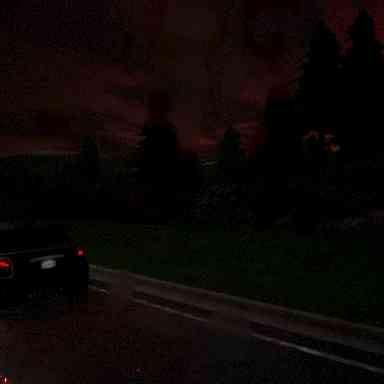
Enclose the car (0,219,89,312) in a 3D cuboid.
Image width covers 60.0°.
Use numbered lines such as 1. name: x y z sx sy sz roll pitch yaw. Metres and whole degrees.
1. car: -4.476 1.466 7.875 4.553 1.767 2.097 -1 -1 39
